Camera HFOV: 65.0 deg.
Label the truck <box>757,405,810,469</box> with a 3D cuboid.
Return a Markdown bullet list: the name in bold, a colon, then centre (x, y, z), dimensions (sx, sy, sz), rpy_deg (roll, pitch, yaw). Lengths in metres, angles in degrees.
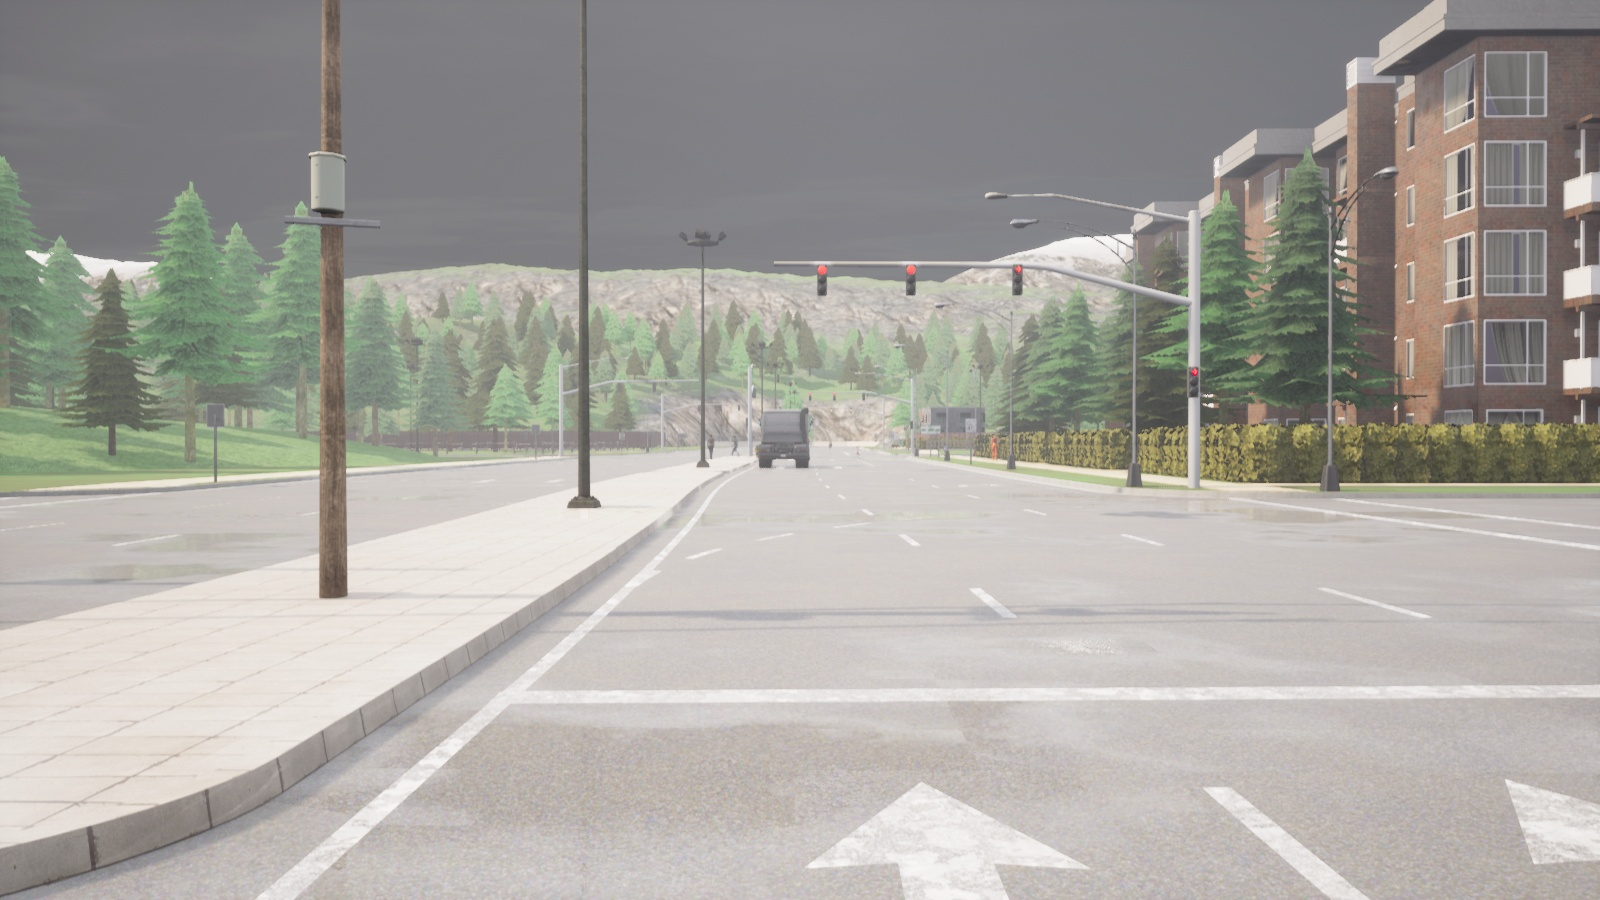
- **truck**: centre (-0.875, -0.732, 71.900), dimensions (2.891, 3.462, 7.936), rpy_deg (0, 0, 0)
